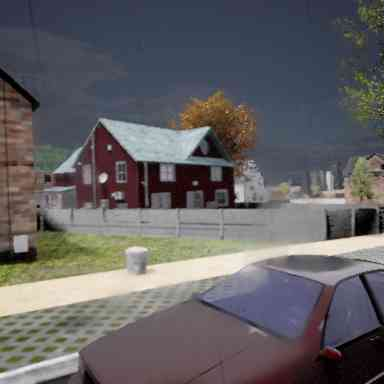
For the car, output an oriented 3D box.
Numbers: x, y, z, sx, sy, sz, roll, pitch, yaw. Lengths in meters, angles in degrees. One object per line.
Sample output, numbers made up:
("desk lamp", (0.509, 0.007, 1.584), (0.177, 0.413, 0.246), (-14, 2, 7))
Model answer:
("car", (1.425, 1.553, 4.072), (5.357, 1.411, 2.033), (0, 0, -35))
